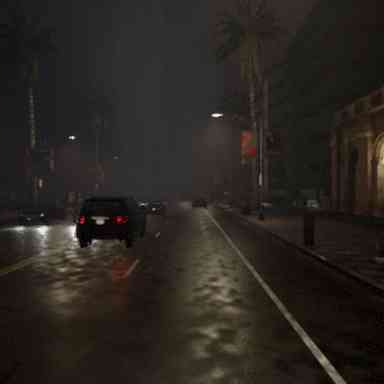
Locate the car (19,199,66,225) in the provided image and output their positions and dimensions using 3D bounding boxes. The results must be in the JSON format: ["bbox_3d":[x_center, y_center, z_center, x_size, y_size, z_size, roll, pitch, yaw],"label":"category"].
[{"bbox_3d":[-10.648,1.495,24.100,1.812,1.442,4.674,0,0,0],"label":"car"}]

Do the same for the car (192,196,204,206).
[{"bbox_3d":[0.938,1.403,52.982,1.882,1.535,5.008,0,0,0],"label":"car"}]

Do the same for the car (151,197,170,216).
[{"bbox_3d":[-3.468,1.519,32.332,1.994,1.385,4.181,0,0,0],"label":"car"}]

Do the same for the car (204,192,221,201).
[{"bbox_3d":[4.333,0.935,73.476,2.150,2.045,5.566,0,0,33],"label":"car"}]

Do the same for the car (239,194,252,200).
[{"bbox_3d":[14.124,1.339,84.181,5.008,1.535,1.882,0,0,-36],"label":"car"}]

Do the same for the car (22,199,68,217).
[{"bbox_3d":[-13.651,1.442,31.306,2.231,1.521,4.892,0,0,0],"label":"car"}]

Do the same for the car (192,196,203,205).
[{"bbox_3d":[1.001,1.443,58.557,1.812,1.442,4.674,0,0,4],"label":"car"}]

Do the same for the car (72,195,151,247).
[{"bbox_3d":[-3.430,1.201,15.072,2.150,2.045,5.566,0,0,0],"label":"car"}]

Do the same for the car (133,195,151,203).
[{"bbox_3d":[-9.721,1.389,65.000,1.882,1.535,5.008,0,0,10],"label":"car"}]

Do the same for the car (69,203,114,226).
[{"bbox_3d":[-7.148,1.532,24.166,1.994,1.385,4.181,0,0,0],"label":"car"}]

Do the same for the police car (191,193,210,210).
[{"bbox_3d":[0.960,1.364,43.092,1.930,1.638,5.238,0,0,0],"label":"police car"}]
